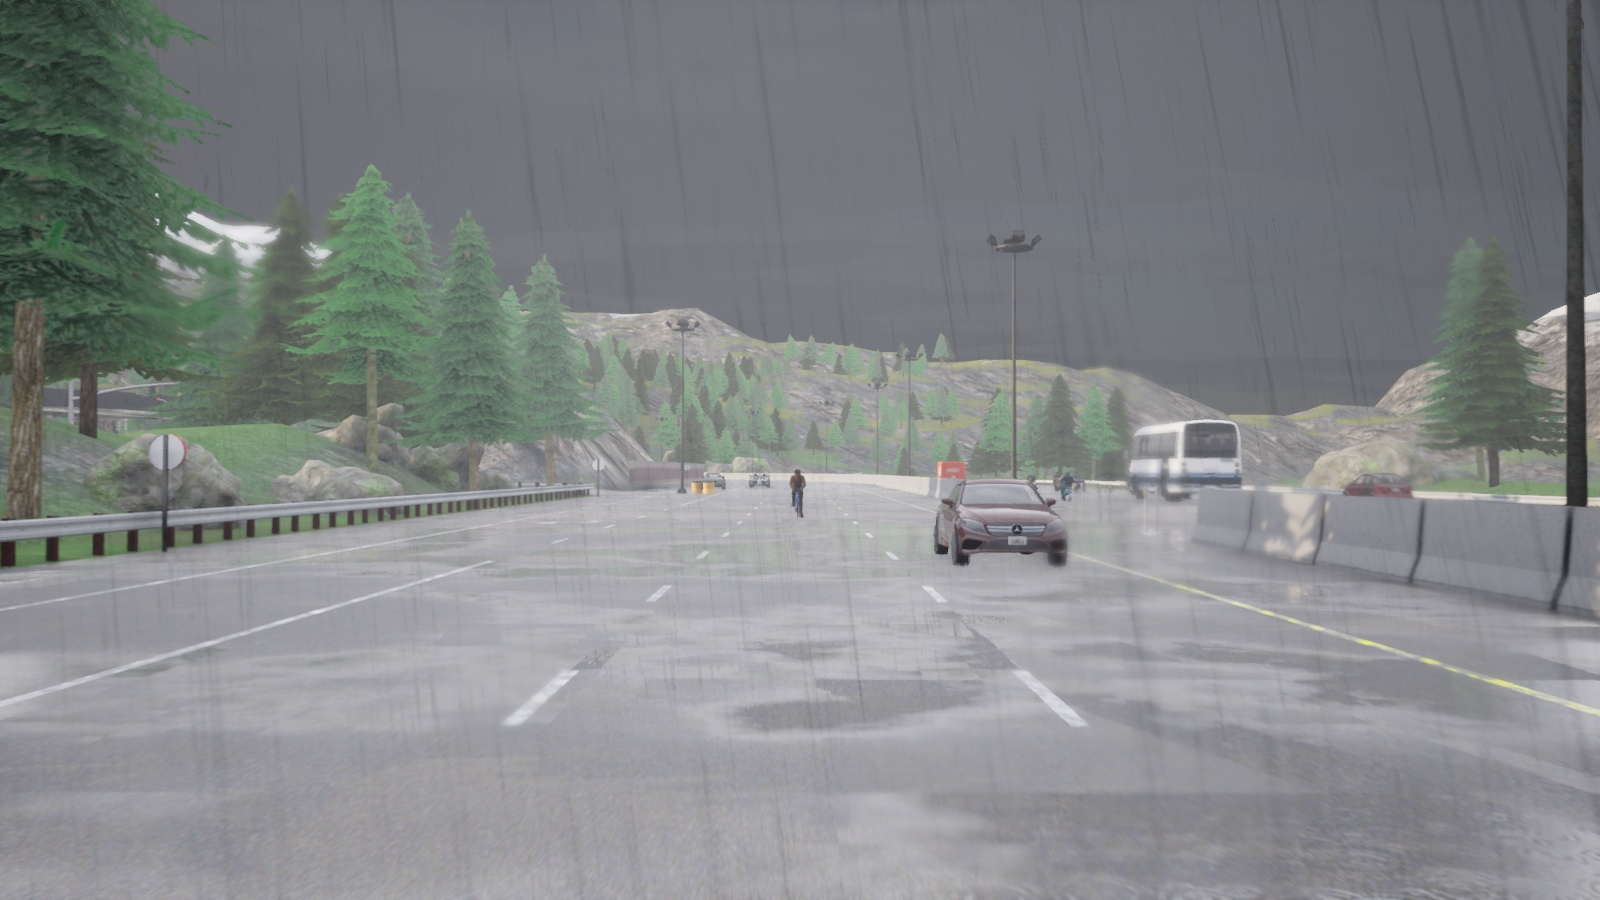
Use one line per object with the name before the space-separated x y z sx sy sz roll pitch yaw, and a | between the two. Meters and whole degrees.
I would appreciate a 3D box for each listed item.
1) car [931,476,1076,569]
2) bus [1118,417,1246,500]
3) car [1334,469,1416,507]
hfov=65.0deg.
car | 3.468 1.199 22.262 1.812 1.442 4.674 0 -1 0
bus | 20.893 0.519 69.531 3.944 4.253 10.273 0 -1 0
car | 24.422 1.591 53.459 1.789 1.549 3.705 0 -1 0
